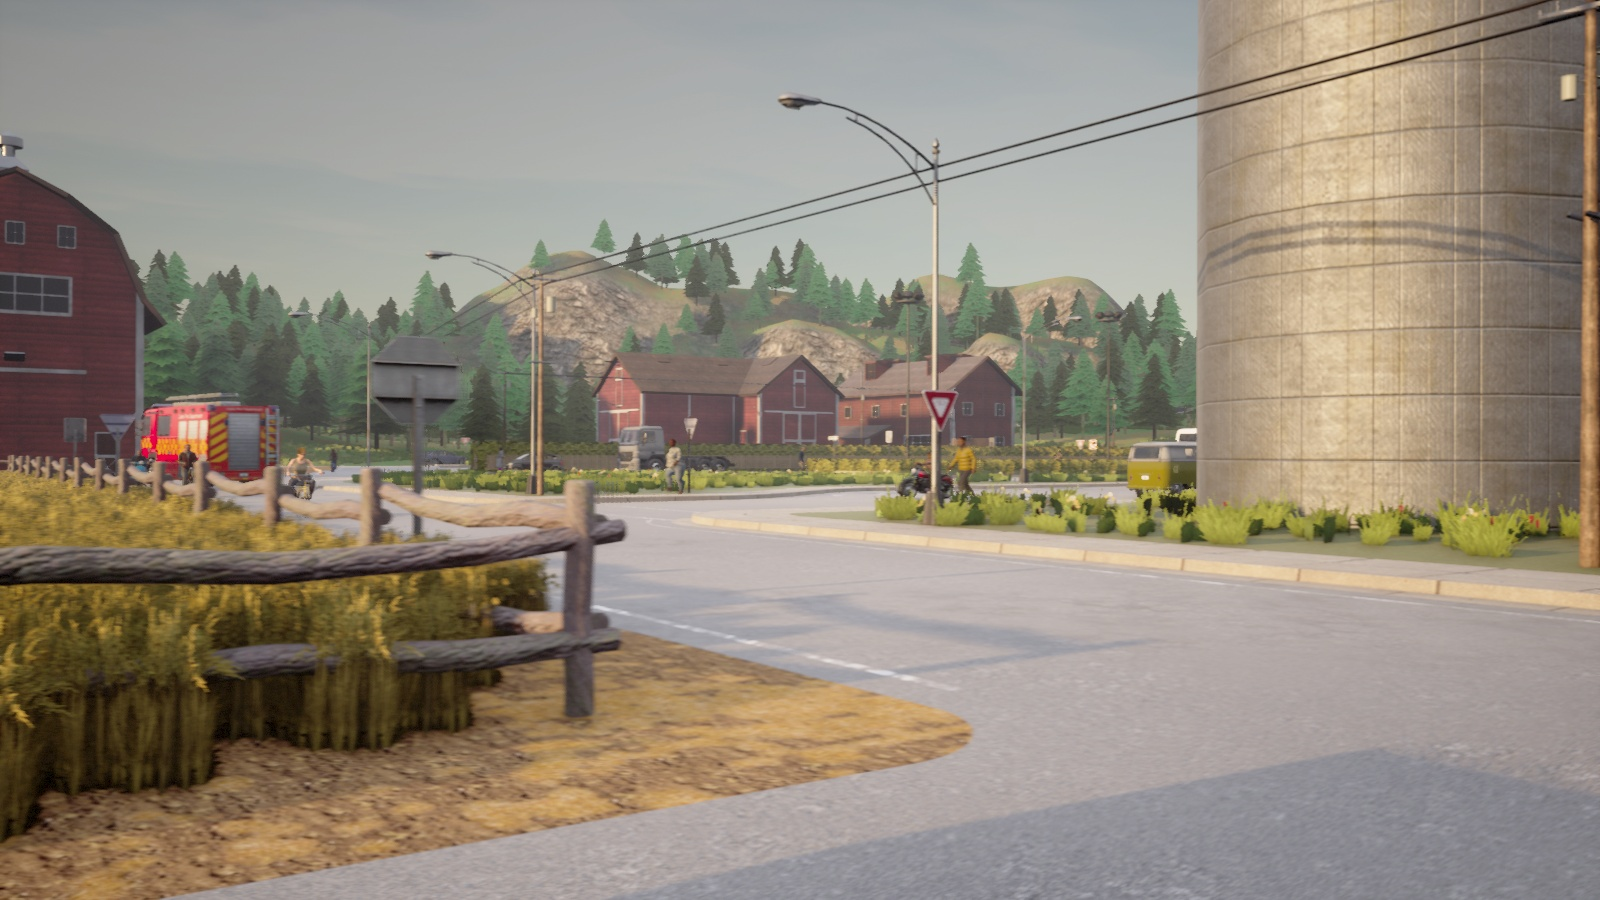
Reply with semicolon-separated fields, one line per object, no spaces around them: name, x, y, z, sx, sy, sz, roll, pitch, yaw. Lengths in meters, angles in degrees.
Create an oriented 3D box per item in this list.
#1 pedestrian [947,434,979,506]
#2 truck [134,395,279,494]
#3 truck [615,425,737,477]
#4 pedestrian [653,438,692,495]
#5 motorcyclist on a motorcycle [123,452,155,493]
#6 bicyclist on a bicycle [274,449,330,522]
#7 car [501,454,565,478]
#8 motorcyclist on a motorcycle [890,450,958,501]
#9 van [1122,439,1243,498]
pedestrian;4.217;0.509;32.567;0.709;1.840;0.431;0;0;-30
truck;-24.936;-0.229;52.522;2.891;3.827;8.468;0;0;-44
truck;-8.501;0.067;86.432;7.936;3.462;2.891;0;0;-35
pedestrian;-4.191;0.545;41.311;0.874;1.855;0.900;0;0;42
motorcyclist on a motorcycle;-26.103;0.887;49.576;0.866;1.590;1.817;0;0;-36
bicyclist on a bicycle;-11.414;0.789;28.735;0.866;1.612;1.509;0;1;-35
car;-17.147;1.013;80.738;3.705;1.549;1.789;0;0;-27
motorcyclist on a motorcycle;4.143;0.837;41.925;2.350;1.649;0.766;0;0;-36
van;13.550;0.641;44.398;4.442;1.987;1.775;0;0;-36
